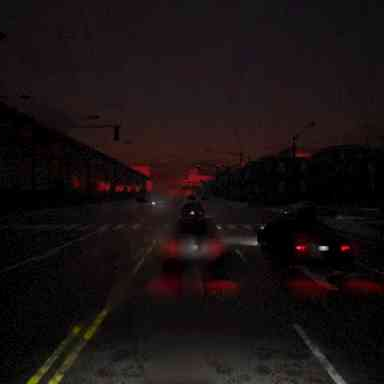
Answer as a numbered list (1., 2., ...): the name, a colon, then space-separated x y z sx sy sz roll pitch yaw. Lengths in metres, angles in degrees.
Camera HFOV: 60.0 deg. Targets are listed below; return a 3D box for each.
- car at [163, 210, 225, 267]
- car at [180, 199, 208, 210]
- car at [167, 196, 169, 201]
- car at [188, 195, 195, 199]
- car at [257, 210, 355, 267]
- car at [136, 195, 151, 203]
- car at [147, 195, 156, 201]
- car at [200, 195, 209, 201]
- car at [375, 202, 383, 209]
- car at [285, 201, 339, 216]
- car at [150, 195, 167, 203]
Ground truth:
1. car: 0.058 1.557 11.404 2.033 1.411 5.357 0 0 0
2. car: 0.056 1.570 26.507 2.033 1.411 5.357 0 0 0
3. car: -7.033 1.663 86.323 1.895 1.301 4.718 0 0 0
4. car: -0.034 1.567 87.874 1.837 1.490 4.892 0 0 0
5. car: 3.558 1.557 11.408 2.033 1.411 5.357 0 0 1
6. car: -10.527 1.537 69.980 1.882 1.535 5.008 0 0 0
7. car: -10.533 1.568 86.355 1.837 1.490 4.892 0 0 0
8. car: 3.466 1.592 87.885 2.128 1.511 4.902 0 0 0
9. car: 26.302 1.559 43.190 4.674 1.442 1.812 0 0 0
10. car: 10.386 1.550 29.014 4.674 1.442 1.812 0 -1 -10
11. car: -7.027 1.654 69.944 1.895 1.301 4.718 0 0 0
